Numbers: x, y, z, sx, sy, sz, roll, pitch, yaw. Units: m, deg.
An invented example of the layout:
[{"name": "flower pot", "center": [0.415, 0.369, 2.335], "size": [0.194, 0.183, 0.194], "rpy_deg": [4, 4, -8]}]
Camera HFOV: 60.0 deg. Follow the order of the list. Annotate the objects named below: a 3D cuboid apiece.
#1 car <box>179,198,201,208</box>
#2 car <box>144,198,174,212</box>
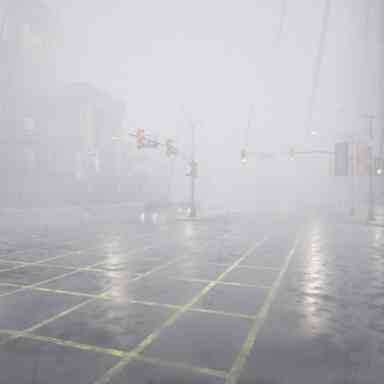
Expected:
[{"name": "car", "center": [-0.245, 1.601, 48.501], "size": [1.895, 1.301, 4.718], "rpy_deg": [0, 0, 21]}, {"name": "car", "center": [-3.817, 1.478, 38.931], "size": [1.882, 1.535, 5.008], "rpy_deg": [0, 0, 23]}]
